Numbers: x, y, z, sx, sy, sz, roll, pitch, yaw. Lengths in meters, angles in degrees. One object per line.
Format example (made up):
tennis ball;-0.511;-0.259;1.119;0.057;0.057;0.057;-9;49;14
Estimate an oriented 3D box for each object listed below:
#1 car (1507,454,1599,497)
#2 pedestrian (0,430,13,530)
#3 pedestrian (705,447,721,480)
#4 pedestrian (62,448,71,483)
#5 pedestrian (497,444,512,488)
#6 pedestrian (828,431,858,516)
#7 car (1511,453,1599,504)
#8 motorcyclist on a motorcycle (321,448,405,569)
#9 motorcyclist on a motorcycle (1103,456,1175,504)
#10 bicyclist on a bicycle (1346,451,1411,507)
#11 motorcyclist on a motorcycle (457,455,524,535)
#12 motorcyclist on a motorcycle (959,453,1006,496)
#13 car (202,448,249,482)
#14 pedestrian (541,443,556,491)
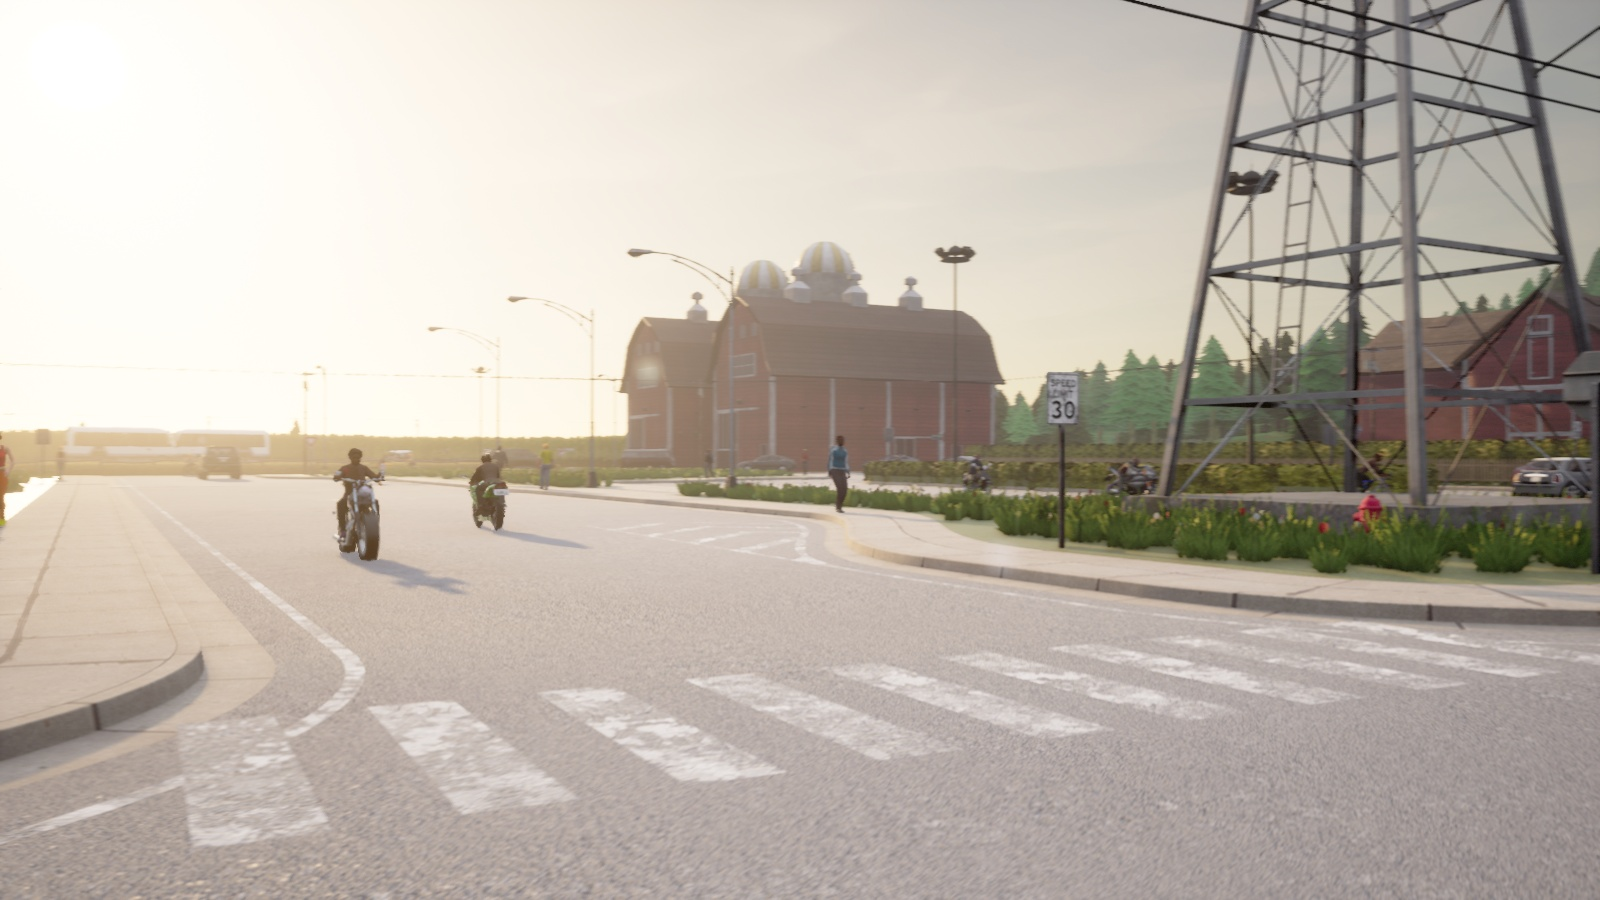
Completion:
car;28.145;0.889;44.665;2.163;1.488;4.792;0;0;-29
pedestrian;-14.928;0.554;23.460;0.345;1.836;0.594;0;0;-29
pedestrian;-5.038;0.767;72.615;0.563;1.883;0.849;0;0;32
pedestrian;-39.033;0.828;66.850;0.345;1.836;0.594;0;0;-21
pedestrian;-13.142;0.707;55.877;0.423;1.949;0.788;0;0;-32
pedestrian;0.994;0.540;29.034;0.396;1.930;0.692;0;0;-28
car;23.628;0.832;37.659;3.806;1.475;1.970;0;0;-18
motorcyclist on a motorcycle;-6.413;0.802;18.349;0.766;1.649;2.350;0;0;-29
motorcyclist on a motorcycle;10.978;0.950;40.706;0.866;1.530;2.191;0;0;-36
bicyclist on a bicycle;16.994;0.833;36.903;1.656;1.620;0.582;0;0;15
motorcyclist on a motorcycle;-6.217;0.867;25.169;0.797;1.523;2.044;0;0;-29
motorcyclist on a motorcycle;6.902;0.912;47.580;0.866;1.590;1.817;0;0;-29
car;-35.543;0.930;77.605;2.150;2.045;5.566;0;-1;-29
pedestrian;-9.706;0.662;48.373;0.354;1.836;0.706;0;0;-30
